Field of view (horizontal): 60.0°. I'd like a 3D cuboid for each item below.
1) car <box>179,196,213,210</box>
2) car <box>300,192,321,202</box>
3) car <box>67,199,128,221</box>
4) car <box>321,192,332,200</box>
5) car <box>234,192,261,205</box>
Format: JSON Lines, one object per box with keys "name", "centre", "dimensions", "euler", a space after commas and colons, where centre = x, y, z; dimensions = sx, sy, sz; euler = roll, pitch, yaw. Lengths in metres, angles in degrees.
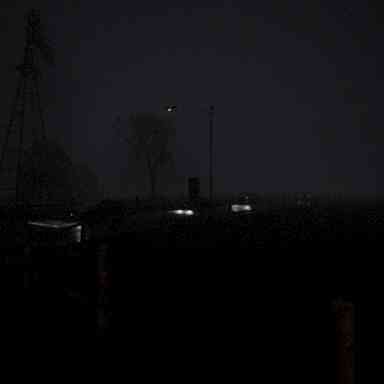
{"name": "car", "centre": [0.441, 1.112, 34.553], "dimensions": [1.994, 1.385, 4.181], "euler": [1, 2, 35]}
{"name": "car", "centre": [19.020, 0.794, 54.327], "dimensions": [1.812, 1.442, 4.674], "euler": [1, 2, 35]}
{"name": "car", "centre": [-6.786, 1.240, 24.368], "dimensions": [1.812, 1.442, 4.674], "euler": [1, 2, 35]}
{"name": "car", "centre": [24.823, 0.704, 62.507], "dimensions": [1.994, 1.385, 4.181], "euler": [1, 2, 36]}
{"name": "car", "centre": [7.483, 0.745, 44.428], "dimensions": [2.097, 1.767, 4.553], "euler": [1, 1, 36]}
